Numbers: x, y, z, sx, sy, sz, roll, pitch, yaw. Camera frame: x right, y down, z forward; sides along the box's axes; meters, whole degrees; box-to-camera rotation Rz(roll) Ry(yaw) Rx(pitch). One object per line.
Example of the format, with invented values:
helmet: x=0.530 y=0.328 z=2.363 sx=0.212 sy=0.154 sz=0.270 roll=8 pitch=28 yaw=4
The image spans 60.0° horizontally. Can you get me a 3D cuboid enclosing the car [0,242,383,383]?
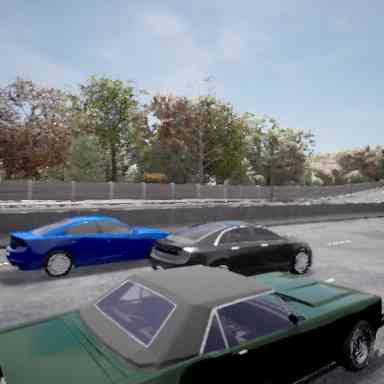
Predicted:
car: x=0.360 y=1.610 z=4.004 sx=4.718 sy=1.301 sz=1.895 roll=0 pitch=0 yaw=-36

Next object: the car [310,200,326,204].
car: x=15.798 y=1.679 z=40.958 sx=4.674 sy=1.442 sz=1.812 roll=1 pitch=0 yaw=-35

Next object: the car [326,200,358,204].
car: x=17.874 y=1.754 z=38.137 sx=4.718 sy=1.301 sz=1.895 roll=0 pitch=0 yaw=-35

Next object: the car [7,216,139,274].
car: x=-2.861 y=1.490 z=10.301 sx=5.008 sy=1.535 sz=1.882 roll=0 pitch=0 yaw=-36

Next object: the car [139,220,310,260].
car: x=1.268 y=1.527 z=8.949 sx=4.892 sy=1.490 sz=1.837 roll=0 pitch=0 yaw=-36
